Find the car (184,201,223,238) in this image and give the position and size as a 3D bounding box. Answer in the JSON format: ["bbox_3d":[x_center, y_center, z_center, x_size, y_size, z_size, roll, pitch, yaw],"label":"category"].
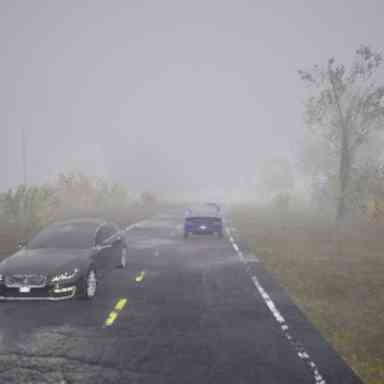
[{"bbox_3d":[0.633,1.487,17.844,1.882,1.535,5.008,0,0,3],"label":"car"}]

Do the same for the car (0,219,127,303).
[{"bbox_3d":[-2.938,1.506,8.413,1.837,1.490,4.892,0,0,2],"label":"car"}]

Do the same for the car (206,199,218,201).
[{"bbox_3d":[2.336,1.545,38.793,1.812,1.442,4.674,0,0,6],"label":"car"}]
